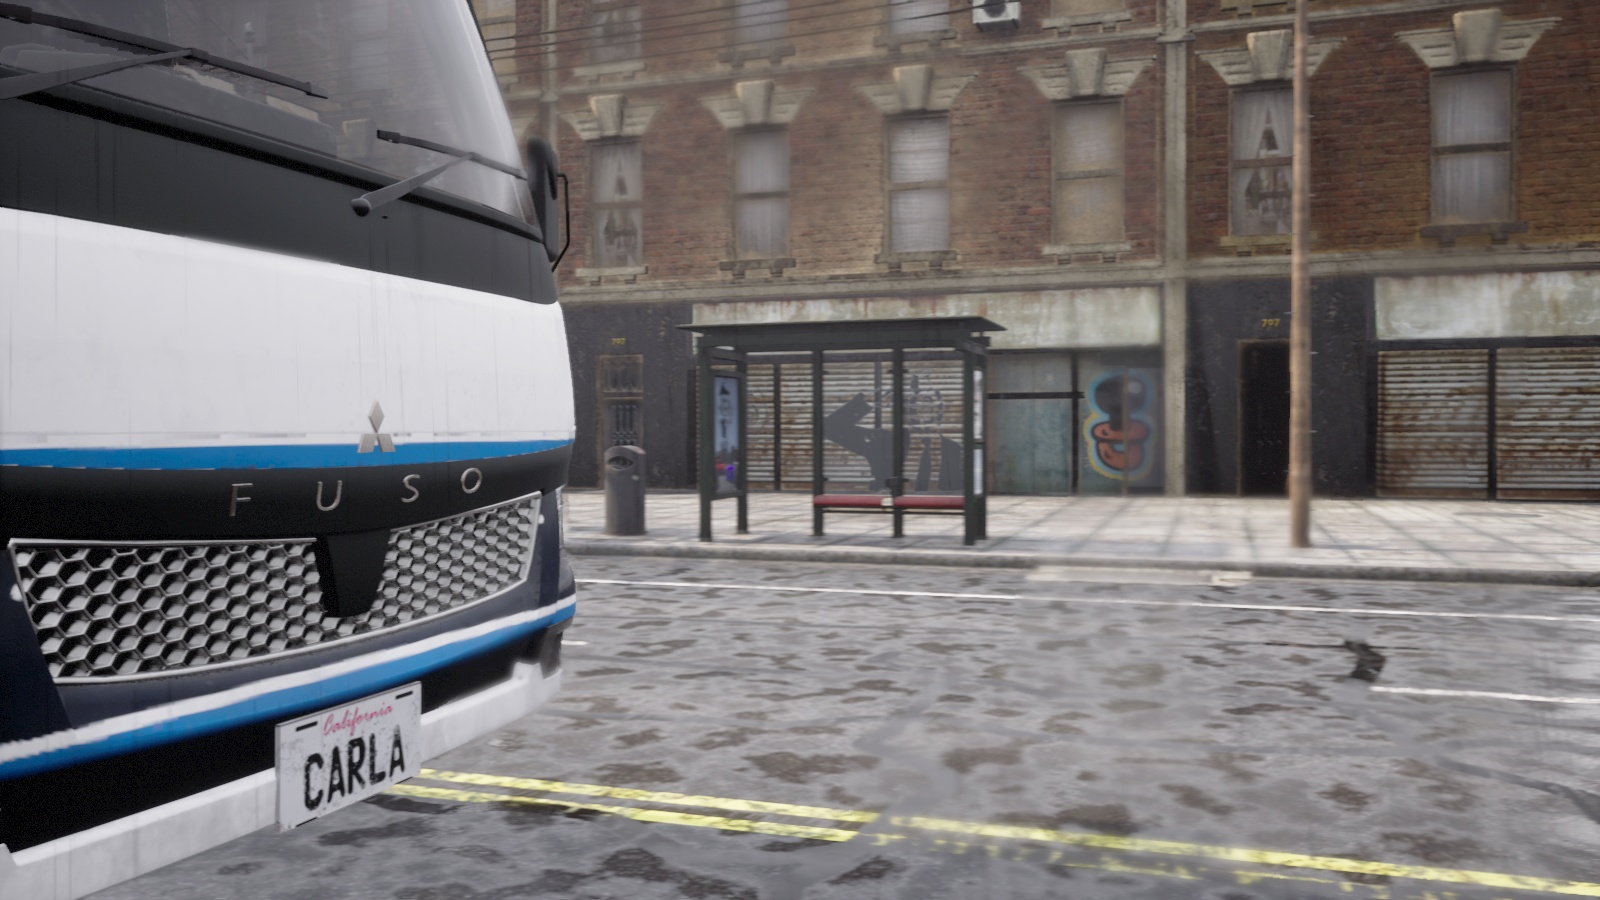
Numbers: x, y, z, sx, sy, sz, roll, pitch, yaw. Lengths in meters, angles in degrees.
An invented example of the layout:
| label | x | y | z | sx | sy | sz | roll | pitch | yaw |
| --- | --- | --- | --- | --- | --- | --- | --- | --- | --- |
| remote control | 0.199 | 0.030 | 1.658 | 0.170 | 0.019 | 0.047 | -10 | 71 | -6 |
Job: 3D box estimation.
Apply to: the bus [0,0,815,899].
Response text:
| label | x | y | z | sx | sy | sz | roll | pitch | yaw |
| --- | --- | --- | --- | --- | --- | --- | --- | --- | --- |
| bus | -5.443 | -0.650 | 5.019 | 10.273 | 4.253 | 3.944 | 1 | 1 | 19 |
